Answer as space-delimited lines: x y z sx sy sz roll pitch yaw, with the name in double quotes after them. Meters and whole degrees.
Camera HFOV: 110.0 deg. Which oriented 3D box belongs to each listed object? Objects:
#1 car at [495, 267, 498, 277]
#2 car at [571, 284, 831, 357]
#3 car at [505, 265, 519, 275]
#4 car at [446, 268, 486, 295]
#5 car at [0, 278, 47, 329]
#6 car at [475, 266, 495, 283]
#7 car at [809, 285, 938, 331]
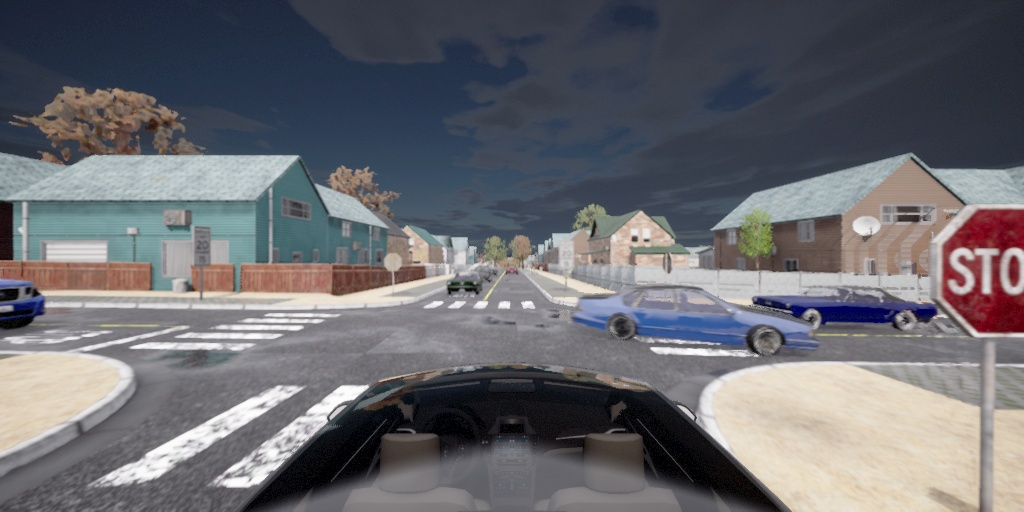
-2.843 2.055 47.835 1.895 1.301 4.718 0 -1 0 "car"
4.280 1.459 9.198 5.357 1.411 2.033 2 0 21 "car"
-0.012 2.093 53.576 1.812 1.442 4.674 0 -1 0 "car"
-2.825 1.623 22.085 1.895 1.301 4.718 0 -1 -1 "car"
-15.120 0.903 8.714 5.566 2.045 2.150 1 0 0 "car"
-2.856 1.712 34.059 1.837 1.490 4.892 0 -1 0 "car"
10.486 1.615 11.646 4.718 1.301 1.895 1 0 -1 "car"
